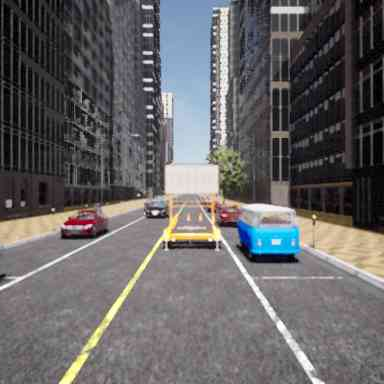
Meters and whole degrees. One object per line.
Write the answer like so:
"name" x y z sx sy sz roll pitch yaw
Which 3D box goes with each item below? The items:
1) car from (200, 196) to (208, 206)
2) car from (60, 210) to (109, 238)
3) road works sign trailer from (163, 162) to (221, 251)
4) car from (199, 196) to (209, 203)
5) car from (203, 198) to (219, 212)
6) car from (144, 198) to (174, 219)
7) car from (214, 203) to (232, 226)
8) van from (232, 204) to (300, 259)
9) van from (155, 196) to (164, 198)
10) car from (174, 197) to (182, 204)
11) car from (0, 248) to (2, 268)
"car" 2.685 1.740 52.300 2.008 1.369 4.403 0 0 0
"car" -5.693 1.650 18.147 1.802 1.307 4.206 0 0 0
"road works sign trailer" -0.001 0.519 14.477 2.380 3.560 2.880 0 0 0
"car" 2.682 1.683 75.070 1.967 1.590 4.097 0 0 0
"car" 2.686 1.734 40.916 1.802 1.307 4.206 0 0 0
"car" -3.101 1.606 30.550 2.128 1.511 4.902 0 0 0
"car" 2.688 1.671 23.838 1.802 1.307 4.206 0 0 0
"van" 2.689 1.388 12.455 1.690 1.788 3.998 0 0 0
"van" -5.697 1.546 57.996 1.690 1.788 3.998 0 0 0
"car" -3.009 1.759 71.787 2.033 1.411 5.357 0 0 0
"car" -5.691 1.577 6.763 2.008 1.369 4.403 0 0 0
